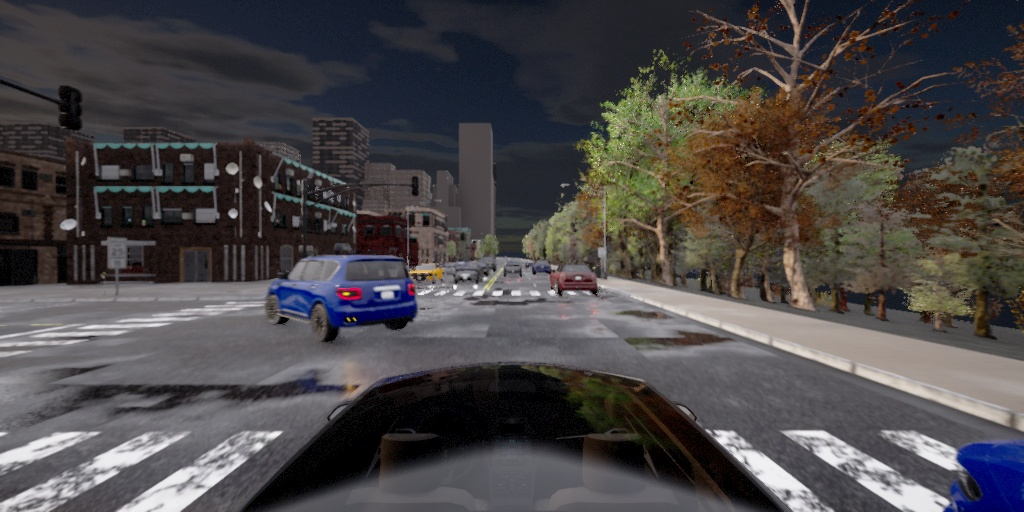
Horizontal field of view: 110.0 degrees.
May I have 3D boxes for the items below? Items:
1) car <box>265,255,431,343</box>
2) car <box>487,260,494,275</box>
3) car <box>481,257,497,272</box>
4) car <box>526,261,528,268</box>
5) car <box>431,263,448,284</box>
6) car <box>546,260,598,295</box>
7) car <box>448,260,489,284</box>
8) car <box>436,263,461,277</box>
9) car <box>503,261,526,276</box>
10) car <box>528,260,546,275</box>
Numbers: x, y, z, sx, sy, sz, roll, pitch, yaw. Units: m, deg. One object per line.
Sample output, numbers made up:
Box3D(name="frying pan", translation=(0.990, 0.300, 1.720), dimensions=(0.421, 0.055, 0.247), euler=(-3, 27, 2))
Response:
Box3D(name="car", translation=(-4.925, 0.996, 10.070), dimensions=(5.566, 2.045, 2.150), euler=(0, 0, 41))
Box3D(name="car", translation=(-3.320, 1.397, 38.248), dimensions=(2.033, 1.411, 5.357), euler=(0, 0, 0))
Box3D(name="car", translation=(-3.262, 1.099, 48.960), dimensions=(2.150, 2.045, 5.566), euler=(0, 0, 0))
Box3D(name="car", translation=(3.295, 1.517, 63.943), dimensions=(1.895, 1.301, 4.718), euler=(0, 0, 0))
Box3D(name="car", translation=(-6.592, 1.300, 28.109), dimensions=(1.882, 1.535, 5.008), euler=(0, 0, 0))
Box3D(name="car", translation=(3.346, 1.153, 20.243), dimensions=(2.097, 1.767, 4.553), euler=(0, 0, 0))
Box3D(name="car", translation=(-3.332, 1.315, 28.379), dimensions=(2.128, 1.511, 4.902), euler=(0, 0, 1))
Box3D(name="car", translation=(-6.553, 1.448, 37.407), dimensions=(1.895, 1.301, 4.718), euler=(0, 0, -1))
Box3D(name="car", translation=(0.092, 1.340, 38.081), dimensions=(2.128, 1.511, 4.902), euler=(0, 0, 0))
Box3D(name="car", translation=(3.342, 1.210, 41.609), dimensions=(2.097, 1.767, 4.553), euler=(0, 0, 0))
